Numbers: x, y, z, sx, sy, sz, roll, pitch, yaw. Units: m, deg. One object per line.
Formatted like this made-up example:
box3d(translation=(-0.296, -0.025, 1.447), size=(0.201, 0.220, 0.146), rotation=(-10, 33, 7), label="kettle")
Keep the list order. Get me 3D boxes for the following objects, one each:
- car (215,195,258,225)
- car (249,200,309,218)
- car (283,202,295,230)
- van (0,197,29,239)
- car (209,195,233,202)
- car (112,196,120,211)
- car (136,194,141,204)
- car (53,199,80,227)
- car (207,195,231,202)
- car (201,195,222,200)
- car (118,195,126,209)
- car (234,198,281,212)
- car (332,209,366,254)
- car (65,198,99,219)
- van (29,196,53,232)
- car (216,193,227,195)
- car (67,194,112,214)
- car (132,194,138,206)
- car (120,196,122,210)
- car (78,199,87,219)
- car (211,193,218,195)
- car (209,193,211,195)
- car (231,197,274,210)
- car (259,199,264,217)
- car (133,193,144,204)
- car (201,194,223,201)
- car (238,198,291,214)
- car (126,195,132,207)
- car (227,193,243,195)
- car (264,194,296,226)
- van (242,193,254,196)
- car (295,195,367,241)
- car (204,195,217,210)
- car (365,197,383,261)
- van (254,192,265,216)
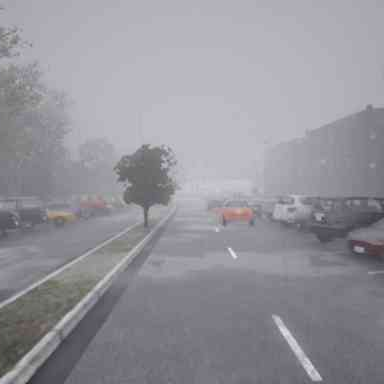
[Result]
box3d(translation=(3.056, 1.336, 23.908), size=(2.097, 1.767, 4.553), rotation=(0, 0, 0), label="car")
box3d(translation=(7.728, 1.494, 29.747), size=(4.792, 1.488, 2.163), rotation=(1, 0, -20), label="car")
box3d(translation=(7.732, 1.472, 17.703), size=(5.008, 1.535, 2.097), rotation=(1, 0, -20), label="car")
box3d(translation=(-10.351, 1.265, 15.591), size=(4.442, 1.987, 1.878), rotation=(-1, 0, -20), label="van")
box3d(translation=(6.254, 1.463, 71.972), size=(4.674, 1.452, 2.002), rotation=(1, 0, -25), label="car")
box3d(translation=(-10.349, 1.478, 33.470), size=(5.366, 1.575, 1.946), rotation=(-1, 0, -20), label="car")
box3d(translation=(-10.860, 1.506, 51.205), size=(4.792, 1.488, 2.163), rotation=(-1, 0, -22), label="car")
box3d(translation=(-10.298, 1.484, 21.568), size=(5.366, 1.575, 1.946), rotation=(-1, 0, -20), label="car")
box3d(translation=(6.035, 1.422, 74.982), size=(4.892, 1.521, 2.231), rotation=(1, 0, -25), label="car")
box3d(translation=(5.103, 1.445, 86.987), size=(4.792, 1.488, 2.163), rotation=(1, 0, -26), label="car")
box3d(translation=(-10.559, 1.355, 39.347), size=(4.553, 1.767, 2.185), rotation=(-1, 0, -21), label="car")
box3d(translation=(7.649, 1.456, 38.773), size=(5.008, 1.535, 2.097), rotation=(1, 0, -21), label="car")
box3d(translation=(7.713, 1.505, 11.680), size=(4.792, 1.488, 2.163), rotation=(1, 0, -20), label="car")
box3d(translation=(-10.465, 1.516, 27.467), size=(4.792, 1.488, 2.163), rotation=(-1, 0, -20), label="car")
box3d(translation=(-10.360, 1.264, 18.569), size=(4.442, 1.987, 1.878), rotation=(-1, 0, -20), label="van")
box3d(translation=(7.159, 1.438, 56.890), size=(5.008, 1.535, 2.097), rotation=(1, 0, -23), label="car")
box3d(translation=(-10.531, 1.234, 30.416), size=(5.566, 2.045, 2.435), rotation=(-1, 0, -20), label="car")
box3d(translation=(-10.817, 1.508, 48.211), size=(4.792, 1.488, 2.163), rotation=(-1, 0, -22), label="car")
box3d(translation=(-10.542, 1.483, 36.370), size=(4.892, 1.521, 2.231), rotation=(-1, 0, -20), label="car")
box3d(translation=(-10.508, 1.518, 24.464), size=(4.792, 1.488, 2.163), rotation=(-1, 0, -20), label="car")
box3d(translation=(6.990, 1.183, 59.893), size=(5.566, 2.045, 2.435), rotation=(1, 0, -23), label="car")
box3d(translation=(6.476, 1.466, 68.956), size=(4.674, 1.452, 2.002), rotation=(1, 0, -24), label="car")
box3d(translation=(7.585, 1.454, 41.791), size=(4.892, 1.521, 2.231), rotation=(1, 0, -21), label="car")
box3d(translation=(7.720, 1.468, 23.714), size=(5.008, 1.535, 2.097), rotation=(1, 0, -20), label="car")
box3d(translation=(-10.999, 1.475, 54.147), size=(5.008, 1.535, 2.097), rotation=(-1, 0, -22), label="car")
box3d(translation=(5.055, 1.407, 83.927), size=(5.366, 1.575, 1.946), rotation=(1, 0, -26), label="car")
box3d(translation=(7.840, 1.458, 35.830), size=(5.366, 1.575, 1.946), rotation=(1, 0, -21), label="car")
box3d(translation=(-10.630, 1.480, 42.303), size=(5.008, 1.535, 2.097), rotation=(-1, 0, -21), label="car")
box3d(translation=(7.519, 1.325, 44.810), size=(4.553, 1.767, 2.185), rotation=(1, 0, -22), label="car")
box3d(translation=(7.750, 1.219, 20.722), size=(5.566, 2.045, 2.435), rotation=(1, 0, -20), label="car")
box3d(translation=(7.583, 1.234, 32.702), size=(4.442, 1.987, 1.878), rotation=(1, 0, -20), label="van")
box3d(translation=(7.762, 1.223, 14.714), size=(5.566, 2.045, 2.435), rotation=(1, 0, -20), label="car")
box3d(translation=(2.901, 1.476, 42.539), size=(1.837, 1.490, 4.892), rotation=(0, 0, -1), label="car")
box3d(translation=(7.725, 1.227, 8.672), size=(5.566, 2.045, 2.435), rotation=(1, 0, -20), label="car")
box3d(translation=(7.606, 1.239, 26.677), size=(4.442, 1.987, 1.878), rotation=(1, 0, -20), label="van")
